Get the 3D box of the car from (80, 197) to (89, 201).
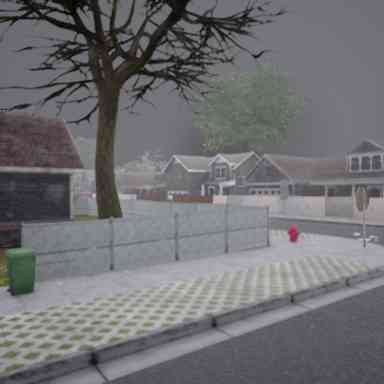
[{"bbox_3d":[-15.780,1.465,48.949,1.812,1.442,4.674,0,0,-36],"label":"car"}]
